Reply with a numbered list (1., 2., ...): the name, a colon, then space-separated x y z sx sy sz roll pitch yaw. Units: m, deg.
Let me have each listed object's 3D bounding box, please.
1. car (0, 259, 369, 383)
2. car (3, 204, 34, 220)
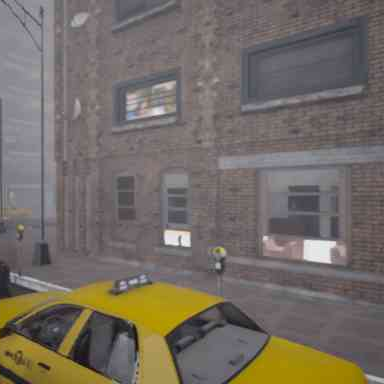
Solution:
1. car: -0.825 1.521 3.466 4.829 1.417 1.752 0 0 36
2. car: -16.549 1.790 29.377 1.752 1.417 4.829 -1 -2 35
